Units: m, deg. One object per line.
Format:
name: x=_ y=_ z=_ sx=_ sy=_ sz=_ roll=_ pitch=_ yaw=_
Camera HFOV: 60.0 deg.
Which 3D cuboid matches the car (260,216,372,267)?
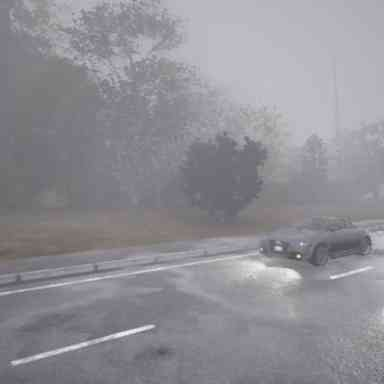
car: x=4.267 y=1.532 z=11.310 sx=4.181 sy=1.385 sz=1.994 roll=0 pitch=0 yaw=-35
